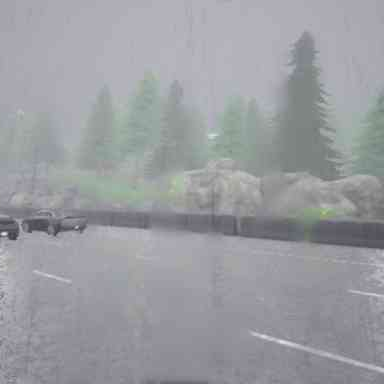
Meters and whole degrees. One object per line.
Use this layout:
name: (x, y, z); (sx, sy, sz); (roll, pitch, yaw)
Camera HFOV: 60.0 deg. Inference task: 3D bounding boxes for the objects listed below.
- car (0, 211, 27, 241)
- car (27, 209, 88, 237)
car: (-10.595, 1.724, 16.946); (4.892, 1.490, 1.837); (-1, -1, 39)
car: (-8.099, 1.719, 19.432); (4.902, 1.511, 2.128); (-1, -1, 39)
